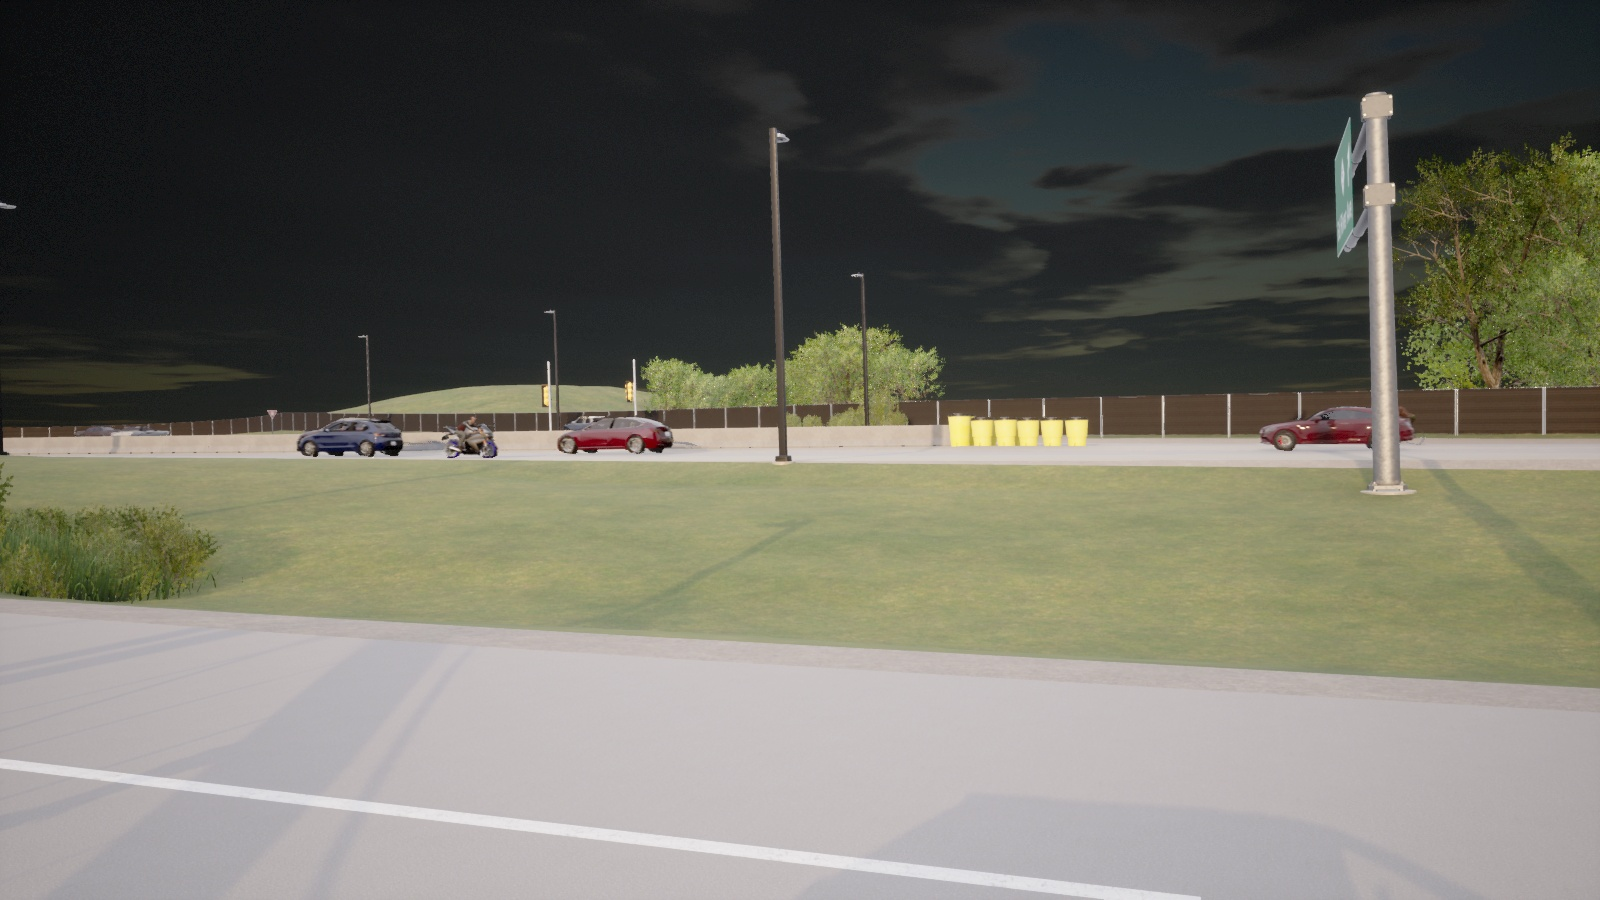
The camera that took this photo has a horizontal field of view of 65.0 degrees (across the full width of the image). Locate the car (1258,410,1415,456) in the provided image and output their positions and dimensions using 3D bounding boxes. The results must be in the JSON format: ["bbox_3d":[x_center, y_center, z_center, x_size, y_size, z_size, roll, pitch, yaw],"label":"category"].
[{"bbox_3d":[17.559,-0.559,41.352,4.674,1.442,1.812,0,1,20],"label":"car"}]

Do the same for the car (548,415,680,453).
[{"bbox_3d":[-7.455,-0.629,50.445,4.792,1.488,2.163,0,1,20],"label":"car"}]

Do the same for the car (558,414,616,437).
[{"bbox_3d":[-13.902,-1.590,81.961,1.970,1.475,3.806,-2,2,-43],"label":"car"}]

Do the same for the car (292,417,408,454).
[{"bbox_3d":[-18.132,-0.587,50.603,4.193,1.474,1.816,0,1,20],"label":"car"}]

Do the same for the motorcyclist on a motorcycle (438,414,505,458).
[{"bbox_3d":[-11.649,-0.502,44.523,2.191,1.530,0.866,0,1,20],"label":"motorcyclist on a motorcycle"}]

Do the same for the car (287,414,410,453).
[{"bbox_3d":[-19.733,-0.725,54.907,4.856,1.649,2.033,0,1,20],"label":"car"}]
